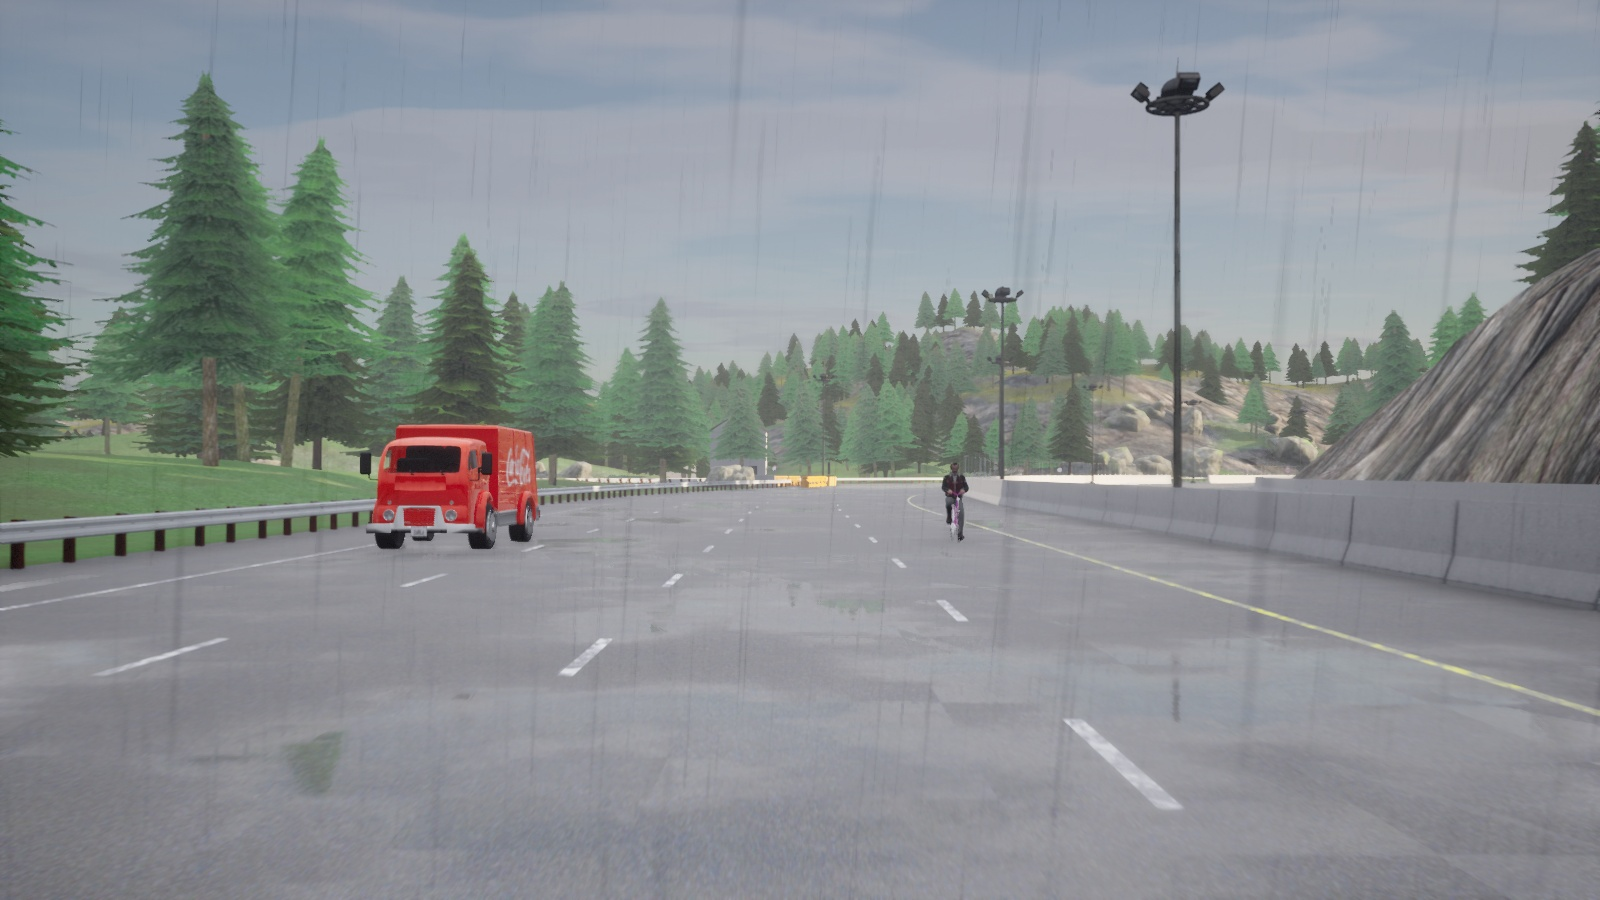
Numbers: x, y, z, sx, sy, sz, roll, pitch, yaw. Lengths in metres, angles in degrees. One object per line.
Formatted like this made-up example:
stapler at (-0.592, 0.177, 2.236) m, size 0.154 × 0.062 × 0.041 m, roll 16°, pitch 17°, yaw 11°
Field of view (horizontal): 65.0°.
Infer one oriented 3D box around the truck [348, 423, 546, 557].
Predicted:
truck at (-7.065, 0.789, 25.881) m, size 2.627 × 2.467 × 5.204 m, roll 0°, pitch -1°, yaw 0°

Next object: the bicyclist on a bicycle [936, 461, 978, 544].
bicyclist on a bicycle at (3.432, 1.133, 27.589) m, size 0.659 × 1.776 × 1.843 m, roll 0°, pitch -1°, yaw 0°
